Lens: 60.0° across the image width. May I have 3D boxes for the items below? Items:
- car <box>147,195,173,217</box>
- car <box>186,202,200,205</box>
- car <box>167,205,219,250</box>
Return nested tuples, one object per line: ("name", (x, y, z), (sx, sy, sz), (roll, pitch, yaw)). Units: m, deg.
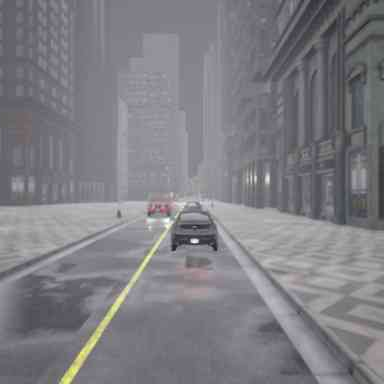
("car", (-3.101, 1.333, 33.049), (2.150, 2.045, 5.566), (0, -1, 0))
("car", (0.096, 1.627, 31.585), (1.812, 1.442, 4.674), (0, 0, 0))
("car", (0.098, 1.533, 14.475), (1.837, 1.490, 4.892), (0, 0, 0))
